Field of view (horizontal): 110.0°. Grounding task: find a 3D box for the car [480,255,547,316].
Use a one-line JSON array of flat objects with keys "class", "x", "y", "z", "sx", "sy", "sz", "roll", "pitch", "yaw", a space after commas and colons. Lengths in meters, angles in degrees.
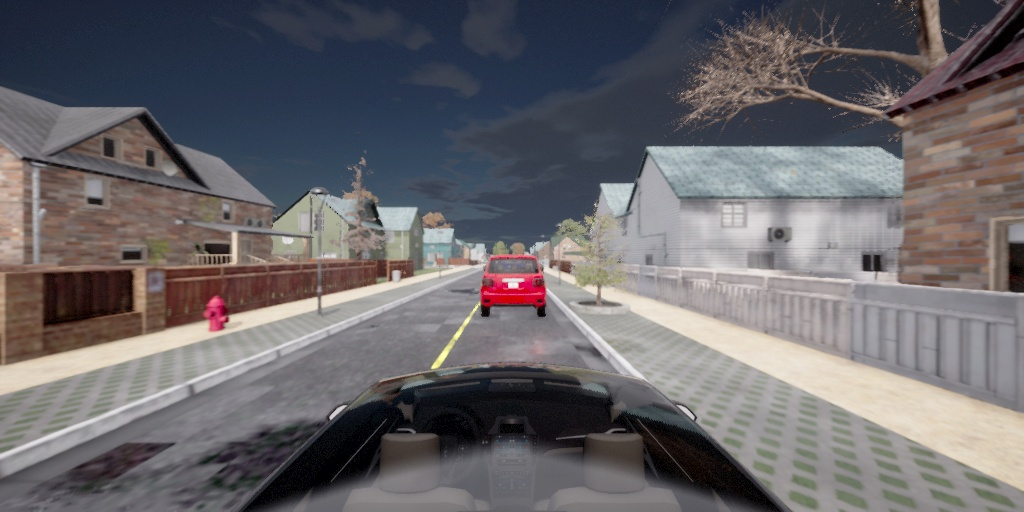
[{"class": "car", "x": 0.060, "y": 0.973, "z": 13.507, "sx": 2.150, "sy": 2.045, "sz": 5.566, "roll": 0, "pitch": 0, "yaw": 0}]
